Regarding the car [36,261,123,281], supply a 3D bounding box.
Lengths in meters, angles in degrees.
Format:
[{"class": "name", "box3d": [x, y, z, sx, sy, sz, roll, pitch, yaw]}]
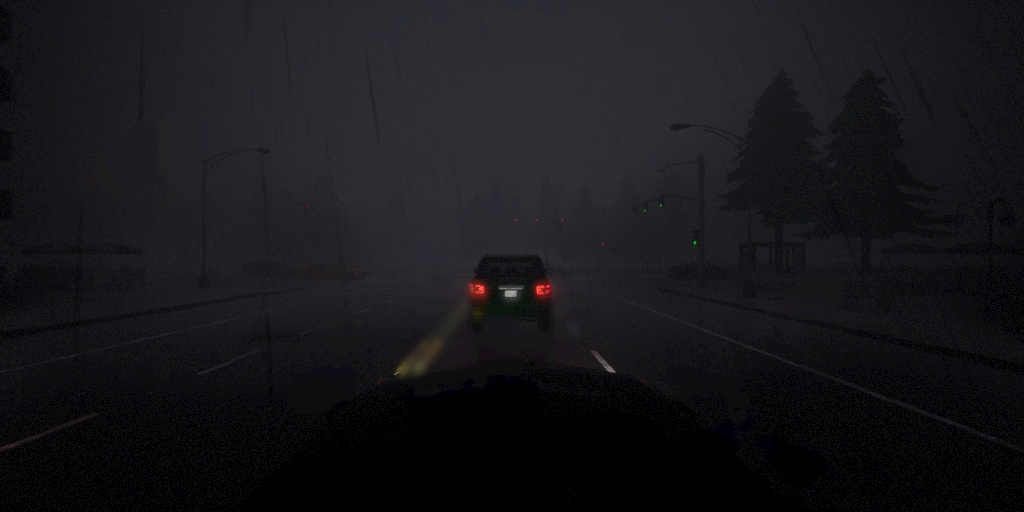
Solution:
[{"class": "car", "box3d": [-32.052, 1.258, 26.906, 4.181, 1.385, 1.994, 0, 0, -2]}]

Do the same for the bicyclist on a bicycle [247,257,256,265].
[{"class": "bicyclist on a bicycle", "box3d": [-30.106, 0.995, 41.533, 0.582, 1.620, 1.656, 0, 0, -1]}]

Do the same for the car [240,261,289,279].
[{"class": "car", "box3d": [-20.356, 1.200, 30.616, 4.892, 1.490, 1.837, 0, 0, -1]}]

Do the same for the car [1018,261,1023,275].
[{"class": "car", "box3d": [49.335, 1.199, 35.419, 4.892, 1.490, 1.837, 0, 0, 20]}]

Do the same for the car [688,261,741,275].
[{"class": "car", "box3d": [21.491, 1.220, 38.176, 4.674, 1.442, 1.812, 0, 0, 0]}]

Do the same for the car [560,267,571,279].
[{"class": "car", "box3d": [2.625, 1.222, 30.832, 4.892, 1.490, 1.837, 0, 0, -1]}]

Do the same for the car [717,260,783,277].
[{"class": "car", "box3d": [22.940, 1.186, 34.681, 4.902, 1.511, 2.128, 0, 0, 0]}]

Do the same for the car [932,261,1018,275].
[{"class": "car", "box3d": [42.803, 1.186, 33.619, 4.902, 1.511, 2.128, 0, 0, 13]}]

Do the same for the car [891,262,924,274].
[{"class": "car", "box3d": [39.727, 1.295, 37.662, 4.718, 1.301, 1.895, 0, 0, 7]}]

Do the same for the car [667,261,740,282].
[{"class": "car", "box3d": [14.515, 1.171, 27.440, 5.008, 1.535, 1.882, 0, 0, -1]}]

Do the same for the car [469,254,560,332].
[{"class": "car", "box3d": [-0.022, 0.971, 11.024, 2.150, 2.045, 5.566, 0, 0, 0]}]

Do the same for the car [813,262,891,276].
[{"class": "car", "box3d": [32.691, 1.242, 34.680, 5.357, 1.411, 2.033, 0, 0, 1]}]

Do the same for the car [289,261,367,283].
[{"class": "car", "box3d": [-13.624, 1.181, 27.187, 5.008, 1.535, 1.882, 0, 0, -1]}]

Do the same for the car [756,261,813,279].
[{"class": "car", "box3d": [22.333, 1.241, 31.010, 5.357, 1.411, 2.033, 0, 0, 0]}]
